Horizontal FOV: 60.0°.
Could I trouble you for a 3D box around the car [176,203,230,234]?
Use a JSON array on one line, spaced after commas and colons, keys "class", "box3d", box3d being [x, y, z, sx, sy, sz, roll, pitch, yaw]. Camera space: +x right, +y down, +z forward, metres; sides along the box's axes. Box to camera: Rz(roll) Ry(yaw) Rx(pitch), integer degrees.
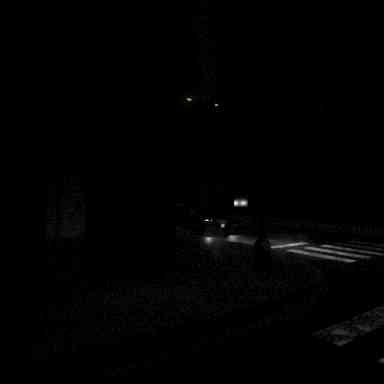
[{"class": "car", "box3d": [0.079, 1.406, 18.631, 2.128, 1.511, 4.902, 0, 0, -37]}]
